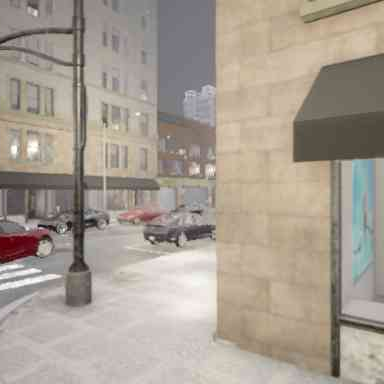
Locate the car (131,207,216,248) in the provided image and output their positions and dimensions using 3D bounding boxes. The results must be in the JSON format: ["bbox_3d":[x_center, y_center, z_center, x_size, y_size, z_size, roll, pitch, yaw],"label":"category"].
[{"bbox_3d":[-0.327,1.607,15.019,2.008,1.369,4.403,0,0,35],"label":"car"}]

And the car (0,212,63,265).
[{"bbox_3d":[-6.243,1.532,10.086,1.882,1.535,5.008,-2,0,8],"label":"car"}]

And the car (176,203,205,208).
[{"bbox_3d":[-0.294,1.634,28.932,1.947,1.339,4.313,0,0,35],"label":"car"}]

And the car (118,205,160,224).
[{"bbox_3d":[-3.583,1.647,24.298,1.802,1.307,4.206,0,0,35],"label":"car"}]

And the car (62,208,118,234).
[{"bbox_3d":[-6.872,1.627,19.664,1.947,1.339,4.313,0,0,35],"label":"car"}]
